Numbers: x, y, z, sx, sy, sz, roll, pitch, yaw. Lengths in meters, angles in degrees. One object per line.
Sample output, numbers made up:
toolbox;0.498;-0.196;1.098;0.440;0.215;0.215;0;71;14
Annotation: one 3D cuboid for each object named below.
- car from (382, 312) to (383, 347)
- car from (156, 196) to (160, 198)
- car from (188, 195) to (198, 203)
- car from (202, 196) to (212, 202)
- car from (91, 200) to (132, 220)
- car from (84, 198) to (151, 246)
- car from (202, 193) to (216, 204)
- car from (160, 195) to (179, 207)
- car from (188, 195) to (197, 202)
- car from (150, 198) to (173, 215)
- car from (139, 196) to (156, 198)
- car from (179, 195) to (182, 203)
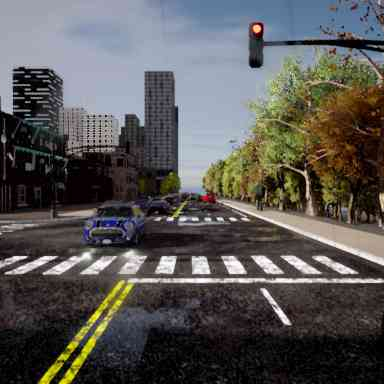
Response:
car;3.355;1.491;2.342;2.128;1.511;4.902;0;0;0
car;-6.465;1.537;62.889;1.994;1.385;4.181;0;0;1
car;0.196;1.462;66.189;2.128;1.511;4.902;0;0;0
car;3.361;1.517;75.874;1.994;1.385;4.181;0;0;0
car;-6.882;1.482;29.082;2.128;1.511;4.902;0;0;4
car;-3.326;1.348;15.240;2.097;1.767;4.553;0;0;0
car;3.441;1.192;65.290;2.150;2.045;5.566;0;0;1
car;-3.275;1.484;49.526;1.837;1.490;4.892;0;0;0
car;0.115;1.442;76.496;1.882;1.535;5.008;0;0;0
car;-3.302;1.588;33.441;1.895;1.301;4.718;0;0;0
car;-6.532;1.333;45.626;2.097;1.767;4.553;0;0;0
car;-3.150;1.321;69.429;2.097;1.767;4.553;0;0;0
